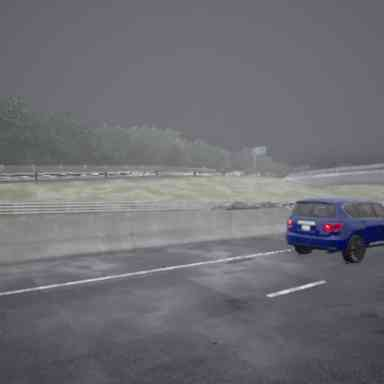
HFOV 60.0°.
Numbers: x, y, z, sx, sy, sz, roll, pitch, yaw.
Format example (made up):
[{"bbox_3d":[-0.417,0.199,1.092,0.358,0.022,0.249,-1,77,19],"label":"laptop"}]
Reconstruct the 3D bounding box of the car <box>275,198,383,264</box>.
[{"bbox_3d":[5.846,1.259,12.220,5.566,2.045,2.150,1,0,-35],"label":"car"}]

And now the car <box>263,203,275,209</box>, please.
[{"bbox_3d":[8.149,1.681,26.885,4.181,1.385,1.994,1,0,-35],"label":"car"}]

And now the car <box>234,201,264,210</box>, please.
[{"bbox_3d":[6.240,1.682,29.823,4.181,1.385,1.994,1,0,-35],"label":"car"}]

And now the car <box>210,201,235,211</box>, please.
[{"bbox_3d":[3.919,1.641,32.489,4.674,1.442,1.812,1,0,-34],"label":"car"}]
